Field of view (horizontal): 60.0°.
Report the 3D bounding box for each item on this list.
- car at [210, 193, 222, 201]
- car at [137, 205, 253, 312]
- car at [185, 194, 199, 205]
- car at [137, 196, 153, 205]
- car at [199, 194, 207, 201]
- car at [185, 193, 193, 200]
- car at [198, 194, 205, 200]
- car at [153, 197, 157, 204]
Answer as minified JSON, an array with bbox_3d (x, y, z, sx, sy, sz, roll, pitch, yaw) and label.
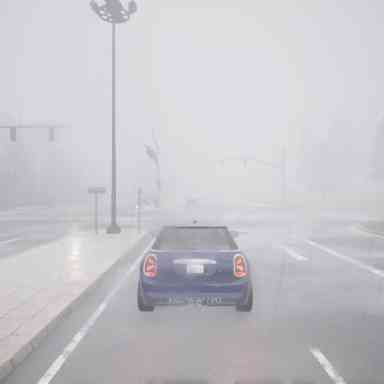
[{"bbox_3d":[6.341,1.210,85.003,2.150,2.045,5.566,0,0,-1],"label":"car"},{"bbox_3d":[0.069,1.352,7.891,2.097,1.767,4.553,0,0,0],"label":"car"},{"bbox_3d":[-0.171,1.522,54.711,1.812,1.442,4.674,0,0,-1],"label":"car"},{"bbox_3d":[-8.293,1.502,57.052,1.837,1.490,4.892,0,0,-1],"label":"car"},{"bbox_3d":[2.836,1.508,85.273,1.812,1.442,4.674,0,0,-1],"label":"car"},{"bbox_3d":[-0.831,1.184,95.570,2.150,2.045,5.566,0,0,-1],"label":"car"},{"bbox_3d":[2.669,1.436,95.597,1.882,1.535,5.008,0,0,-1],"label":"car"},{"bbox_3d":[-8.383,1.501,66.261,1.837,1.490,4.892,0,0,0],"label":"car"}]
